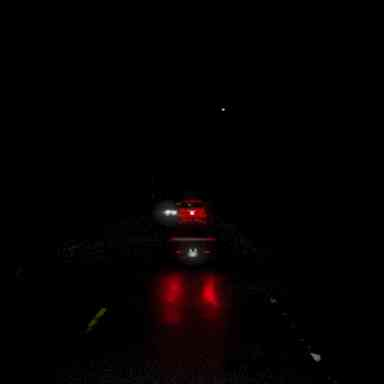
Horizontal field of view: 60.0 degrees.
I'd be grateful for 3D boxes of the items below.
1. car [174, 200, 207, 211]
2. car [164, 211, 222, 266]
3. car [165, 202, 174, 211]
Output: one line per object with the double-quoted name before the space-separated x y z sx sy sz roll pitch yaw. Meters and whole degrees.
"car" 0.026 1.611 26.135 2.150 2.045 5.566 0 -1 0
"car" 0.040 1.657 12.215 2.128 1.511 4.902 0 -1 1
"car" -3.568 2.471 58.676 2.128 1.511 4.902 0 -1 1
